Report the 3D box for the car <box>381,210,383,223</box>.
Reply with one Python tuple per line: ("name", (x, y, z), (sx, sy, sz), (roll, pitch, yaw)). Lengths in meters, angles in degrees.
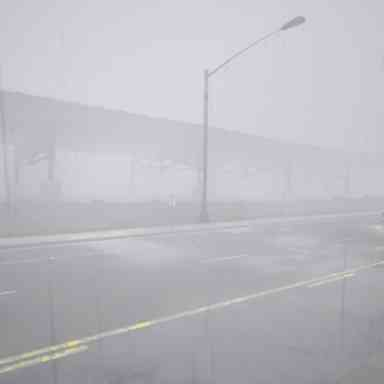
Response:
("car", (15.279, 1.398, 23.419), (5.008, 1.535, 1.882), (0, 0, -35))
